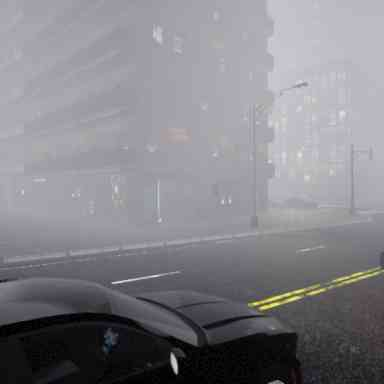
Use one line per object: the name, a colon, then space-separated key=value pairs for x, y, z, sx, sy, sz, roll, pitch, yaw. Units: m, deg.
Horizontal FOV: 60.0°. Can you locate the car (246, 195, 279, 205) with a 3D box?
car: x=10.299 y=1.097 z=48.727 sx=4.313 sy=1.339 sz=1.947 roll=1 pitch=0 yaw=43

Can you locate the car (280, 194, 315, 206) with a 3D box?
car: x=14.254 y=1.055 z=45.115 sx=4.097 sy=1.590 sz=1.967 roll=1 pitch=0 yaw=43

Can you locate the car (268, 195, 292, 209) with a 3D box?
car: x=8.684 y=1.191 z=38.617 sx=4.829 sy=1.417 sz=1.752 roll=1 pitch=0 yaw=43

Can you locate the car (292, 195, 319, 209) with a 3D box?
car: x=12.462 y=1.258 z=38.717 sx=4.181 sy=1.385 sz=1.994 roll=1 pitch=1 yaw=43

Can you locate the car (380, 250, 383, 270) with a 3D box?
car: x=6.825 y=1.599 z=8.532 sx=4.718 sy=1.301 sz=1.895 roll=0 pitch=0 yaw=-37

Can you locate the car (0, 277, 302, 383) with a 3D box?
car: x=-1.187 y=1.478 z=2.633 sx=5.008 sy=1.535 sz=1.882 roll=0 pitch=0 yaw=-36
